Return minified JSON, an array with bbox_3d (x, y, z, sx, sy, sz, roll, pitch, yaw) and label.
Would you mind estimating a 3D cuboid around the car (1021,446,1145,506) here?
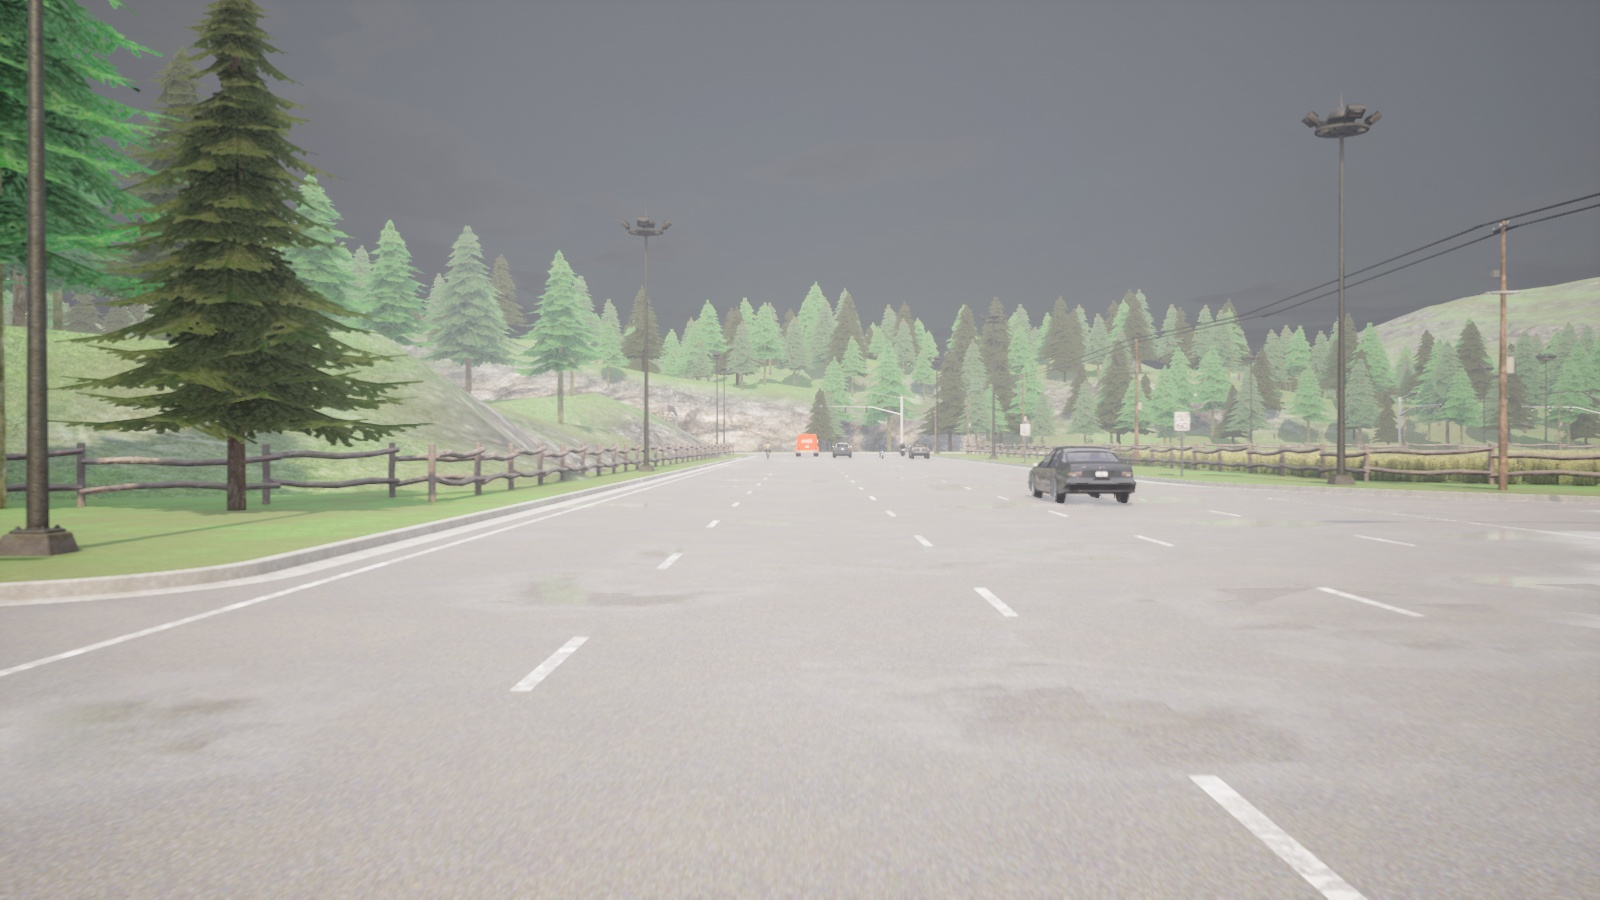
[{"bbox_3d":[7.199,0.616,32.565,2.033,1.411,5.357,0,0,0],"label":"car"}]
